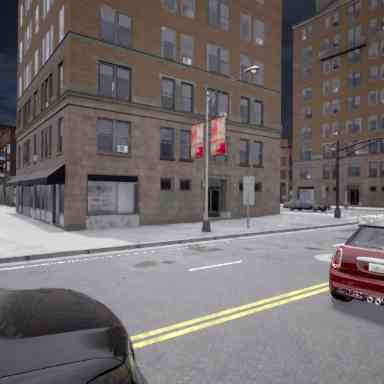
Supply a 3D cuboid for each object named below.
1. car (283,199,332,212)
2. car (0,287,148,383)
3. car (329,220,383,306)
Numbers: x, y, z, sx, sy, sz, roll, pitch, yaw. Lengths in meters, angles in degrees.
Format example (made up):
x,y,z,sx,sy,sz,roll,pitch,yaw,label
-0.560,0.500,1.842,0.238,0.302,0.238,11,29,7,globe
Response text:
x,y,z,sx,sy,sz,roll,pitch,yaw,label
12.823,1.468,37.445,2.033,1.411,5.357,1,0,-36,car
-2.846,1.221,1.405,5.566,2.045,2.150,0,0,-36,car
4.967,1.355,7.078,4.553,1.767,2.097,0,0,-36,car
